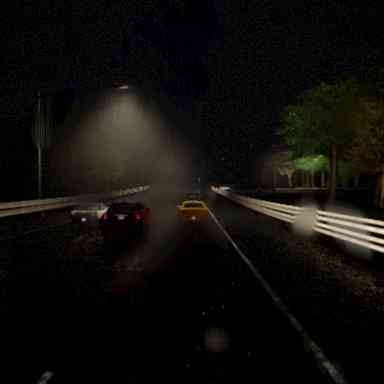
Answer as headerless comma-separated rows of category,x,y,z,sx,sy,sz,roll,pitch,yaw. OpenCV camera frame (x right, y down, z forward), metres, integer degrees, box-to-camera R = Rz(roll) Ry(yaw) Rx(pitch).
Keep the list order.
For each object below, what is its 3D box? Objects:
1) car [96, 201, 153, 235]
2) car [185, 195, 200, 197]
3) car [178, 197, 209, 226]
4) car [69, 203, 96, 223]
car,-3.403,1.248,18.127,2.097,1.767,4.553,0,1,0
car,0.092,0.991,40.299,1.994,1.385,4.181,0,2,0
car,0.095,1.334,21.917,1.882,1.535,5.008,0,1,0
car,-6.905,1.437,23.442,1.895,1.301,4.718,0,1,0
